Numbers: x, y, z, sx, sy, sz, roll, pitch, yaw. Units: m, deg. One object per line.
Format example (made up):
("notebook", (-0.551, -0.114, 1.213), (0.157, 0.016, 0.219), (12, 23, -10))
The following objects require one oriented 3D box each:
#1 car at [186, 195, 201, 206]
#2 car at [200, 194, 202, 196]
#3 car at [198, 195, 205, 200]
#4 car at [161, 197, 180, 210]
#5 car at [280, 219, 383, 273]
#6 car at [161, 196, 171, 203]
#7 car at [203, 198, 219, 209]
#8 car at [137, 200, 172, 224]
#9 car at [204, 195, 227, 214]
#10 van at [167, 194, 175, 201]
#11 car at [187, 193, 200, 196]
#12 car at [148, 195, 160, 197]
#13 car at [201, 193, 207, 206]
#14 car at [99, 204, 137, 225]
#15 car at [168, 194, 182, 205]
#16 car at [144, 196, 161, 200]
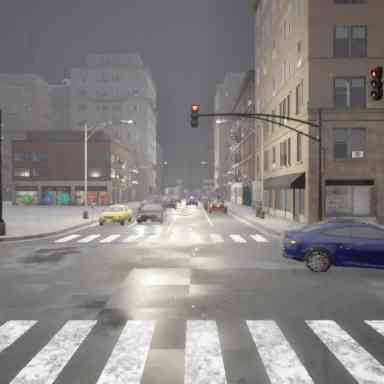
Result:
("car", (-0.014, 1.604, 53.887), (1.895, 1.301, 4.718), (0, 0, 0))
("car", (2.619, 1.555, 69.367), (2.008, 1.369, 4.403), (0, 0, 0))
("car", (2.613, 1.575, 92.015), (1.947, 1.339, 4.313), (0, 0, 0))
("car", (-2.849, 1.603, 41.858), (1.895, 1.301, 4.718), (0, 0, 0))
("car", (4.982, 1.550, 9.699), (4.674, 1.442, 1.812), (0, 1, 16))
("car", (-5.406, 1.530, 69.196), (1.752, 1.417, 4.829), (0, 0, 0))
("car", (2.625, 1.568, 46.720), (1.947, 1.339, 4.313), (0, 0, 0))
("car", (-2.856, 1.548, 24.729), (2.033, 1.411, 5.357), (0, 0, 0))
("car", (2.628, 1.441, 35.396), (1.967, 1.590, 4.097), (0, 0, 0))
("van", (-5.410, 1.349, 86.351), (1.690, 1.788, 3.998), (0, 0, 0))
("car", (-0.017, 1.225, 64.189), (2.150, 2.045, 5.566), (0, 0, 0))
("car", (-5.400, 1.317, 46.718), (2.192, 1.841, 5.009), (0, 0, 0))
("car", (2.627, 1.317, 41.058), (2.192, 1.841, 5.009), (0, 0, 0))
("car", (-5.394, 1.526, 23.900), (1.752, 1.417, 4.829), (0, 0, 0))
("car", (-2.766, 1.462, 58.325), (2.033, 1.411, 5.357), (0, 0, 0))
("car", (-5.398, 1.553, 41.056), (2.008, 1.369, 4.403), (0, 0, 0))
